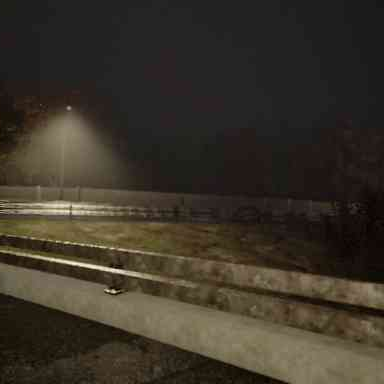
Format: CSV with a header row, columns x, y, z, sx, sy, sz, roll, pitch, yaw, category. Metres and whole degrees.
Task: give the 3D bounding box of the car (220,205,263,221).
x,y,z,sx,sy,sz,roll,pitch,yaw,category
6.350,2.630,42.433,5.566,2.045,2.150,4,-1,-24,car
